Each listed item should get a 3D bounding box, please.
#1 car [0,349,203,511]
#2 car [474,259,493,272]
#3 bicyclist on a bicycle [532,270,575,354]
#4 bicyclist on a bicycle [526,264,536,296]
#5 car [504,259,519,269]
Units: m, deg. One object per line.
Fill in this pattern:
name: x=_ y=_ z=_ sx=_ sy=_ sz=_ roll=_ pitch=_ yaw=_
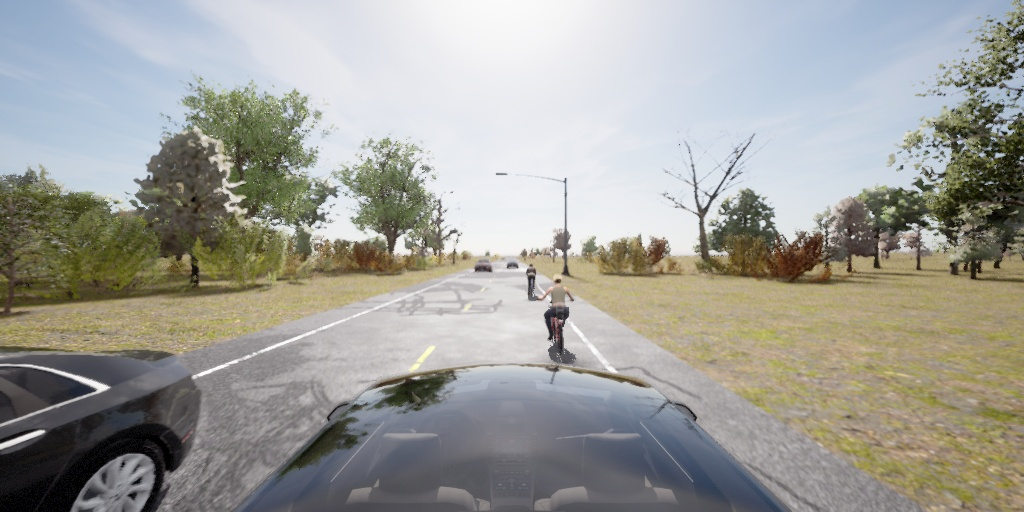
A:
car: x=-3.602 y=1.254 z=1.060 sx=1.837 sy=1.490 sz=4.892 roll=0 pitch=0 yaw=0
car: x=-3.588 y=1.142 z=45.652 sx=2.097 sy=1.767 sz=4.553 roll=0 pitch=0 yaw=0
bicyclist on a bicycle: x=0.976 y=1.193 z=7.811 sx=0.866 sy=1.612 sz=1.509 roll=0 pitch=0 yaw=0
bicyclist on a bicycle: x=0.964 y=1.219 z=17.869 sx=0.582 sy=1.620 sz=1.656 roll=0 pitch=0 yaw=0
car: x=0.102 y=1.324 z=58.519 sx=1.812 sy=1.442 sz=4.674 roll=0 pitch=0 yaw=0
